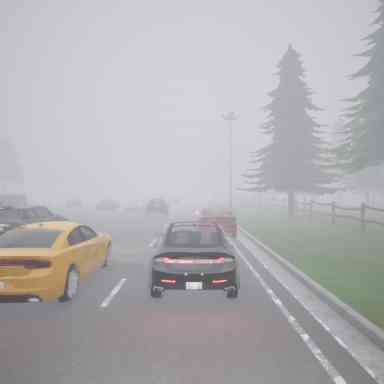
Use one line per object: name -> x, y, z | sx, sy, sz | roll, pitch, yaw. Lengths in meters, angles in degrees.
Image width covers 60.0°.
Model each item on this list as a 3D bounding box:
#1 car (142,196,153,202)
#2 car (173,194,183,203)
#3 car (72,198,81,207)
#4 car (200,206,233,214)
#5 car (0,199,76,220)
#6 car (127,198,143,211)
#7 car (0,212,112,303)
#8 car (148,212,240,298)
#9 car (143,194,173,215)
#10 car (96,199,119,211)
car -> -10.451, 1.595, 78.537 | 1.895, 1.301, 4.718 | 0, 0, 0
car -> -3.360, 1.525, 66.167 | 1.812, 1.442, 4.674 | 0, 0, 0
car -> -17.644, 1.601, 49.876 | 1.895, 1.301, 4.718 | 0, 0, -19
car -> 1.236, 1.478, 17.821 | 1.882, 1.535, 5.008 | 0, 0, 0
car -> -6.891, 1.352, 14.089 | 2.097, 1.767, 4.553 | 0, 0, 0
car -> -6.888, 1.525, 41.421 | 1.812, 1.442, 4.674 | 0, 0, 0
car -> -3.395, 1.477, 8.290 | 1.882, 1.535, 5.008 | 0, 0, 0
car -> 0.057, 1.492, 8.480 | 2.128, 1.511, 4.902 | 0, 0, 0
car -> -3.379, 1.352, 33.742 | 2.097, 1.767, 4.553 | 0, 0, 0
car -> -10.375, 1.564, 41.016 | 1.994, 1.385, 4.181 | 0, 0, 0
